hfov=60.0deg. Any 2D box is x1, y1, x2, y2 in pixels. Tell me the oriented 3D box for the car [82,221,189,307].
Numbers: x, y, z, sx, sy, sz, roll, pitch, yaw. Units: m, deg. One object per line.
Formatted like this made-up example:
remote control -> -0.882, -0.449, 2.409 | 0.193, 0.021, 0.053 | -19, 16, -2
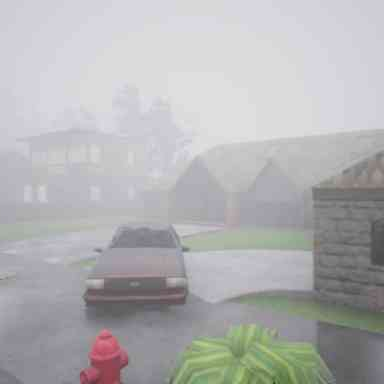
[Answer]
car -> -1.150, 1.453, 8.148 | 2.033, 1.415, 5.357 | 0, 0, -4
